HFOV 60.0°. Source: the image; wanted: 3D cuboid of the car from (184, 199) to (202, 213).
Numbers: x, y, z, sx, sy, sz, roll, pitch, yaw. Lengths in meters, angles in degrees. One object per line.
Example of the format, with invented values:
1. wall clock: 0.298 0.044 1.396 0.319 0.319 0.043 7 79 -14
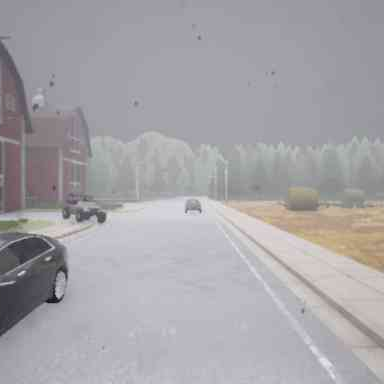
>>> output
1. car: 0.129 1.493 36.628 2.033 1.411 5.357 0 0 0

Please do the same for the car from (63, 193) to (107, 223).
1. car: -7.649 1.109 23.576 1.905 1.878 3.866 8 -3 -42

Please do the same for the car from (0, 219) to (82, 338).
1. car: -3.559 1.492 5.319 1.837 1.490 4.892 0 1 0
